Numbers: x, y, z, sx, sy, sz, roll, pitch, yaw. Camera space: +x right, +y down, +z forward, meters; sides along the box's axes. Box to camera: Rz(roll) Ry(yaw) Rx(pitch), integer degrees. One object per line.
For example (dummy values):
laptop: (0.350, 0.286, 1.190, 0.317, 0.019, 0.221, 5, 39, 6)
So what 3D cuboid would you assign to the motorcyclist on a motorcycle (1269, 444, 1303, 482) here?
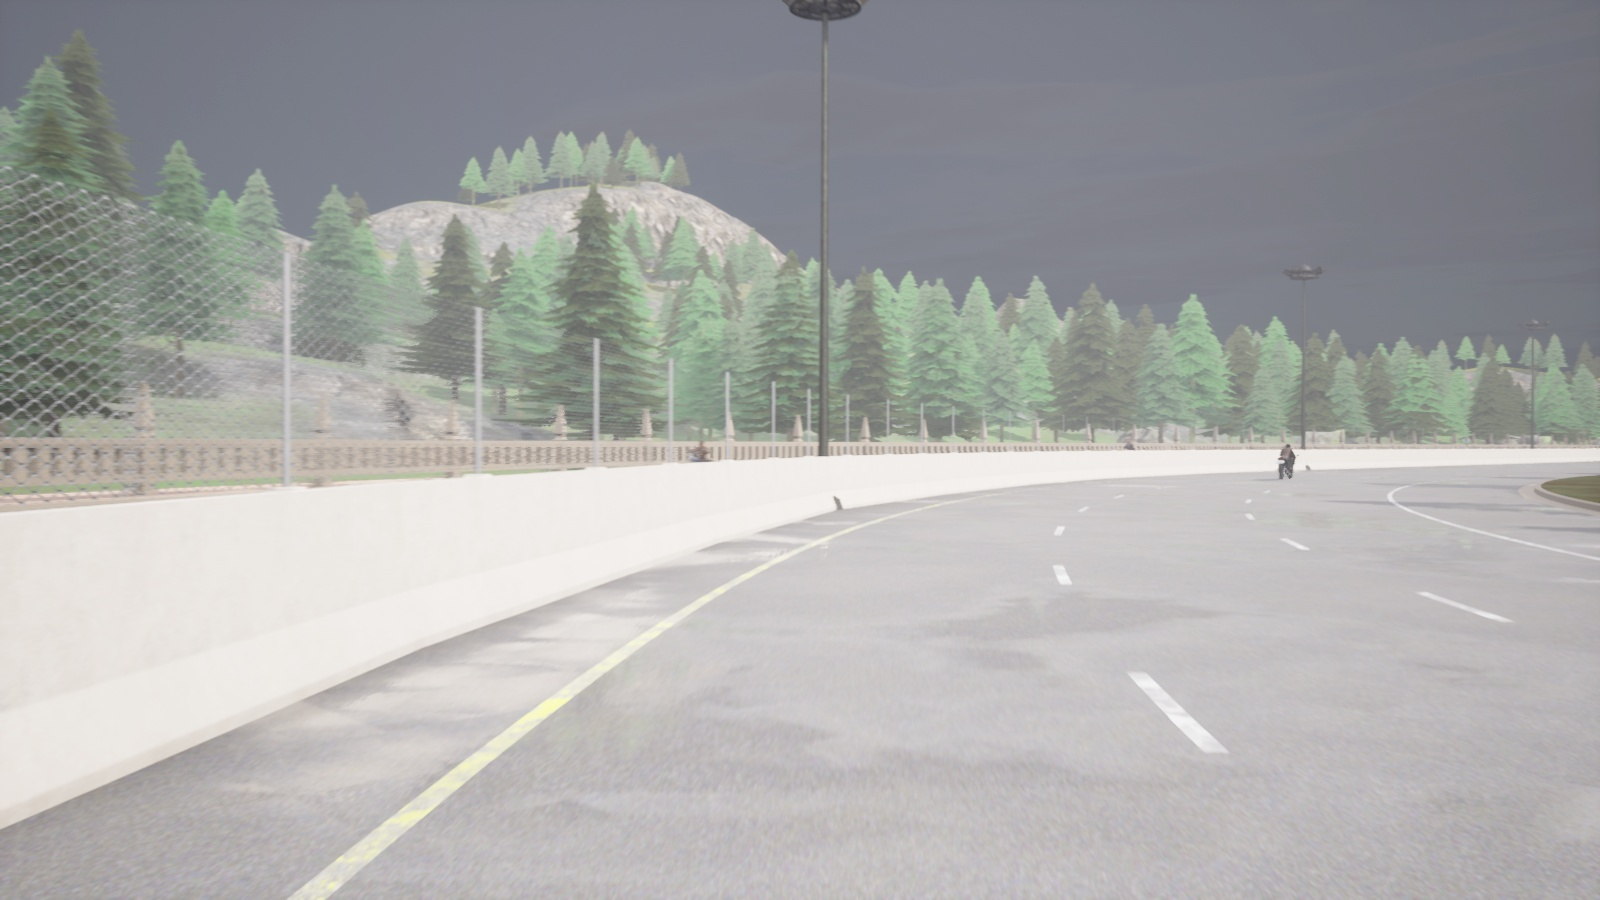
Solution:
motorcyclist on a motorcycle: (20.312, 0.529, 52.436, 0.797, 1.523, 2.044, 2, 2, 35)
